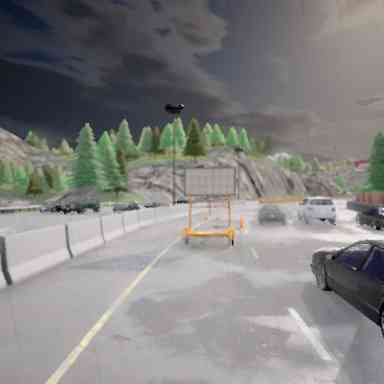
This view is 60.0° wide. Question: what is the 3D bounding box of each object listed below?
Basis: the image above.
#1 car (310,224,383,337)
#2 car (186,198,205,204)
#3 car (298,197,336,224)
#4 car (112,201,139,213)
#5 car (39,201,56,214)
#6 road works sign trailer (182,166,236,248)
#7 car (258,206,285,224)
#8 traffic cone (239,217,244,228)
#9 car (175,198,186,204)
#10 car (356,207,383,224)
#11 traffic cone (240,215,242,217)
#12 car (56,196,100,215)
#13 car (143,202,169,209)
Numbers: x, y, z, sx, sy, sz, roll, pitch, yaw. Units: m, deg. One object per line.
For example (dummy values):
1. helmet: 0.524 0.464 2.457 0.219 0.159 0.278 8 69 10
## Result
1. car: 3.819 1.595 6.064 2.033 1.411 5.357 0 0 3
2. car: 1.281 2.087 76.669 2.033 1.411 5.357 0 0 26
3. car: 9.810 1.422 26.368 2.150 2.045 5.566 0 0 11
4. car: -8.275 1.825 42.044 1.812 1.442 4.674 0 0 15
5. car: -16.097 1.768 39.663 2.128 1.511 4.902 0 0 14
6. road works sign trailer: 0.849 0.579 15.584 2.380 3.560 2.880 0 0 8
7. car: 6.328 1.763 26.587 1.994 1.385 4.181 0 0 11
8. traffic cone: 3.320 2.121 22.289 0.340 0.580 0.340 0 0 8
9. car: -2.192 2.147 77.560 1.895 1.301 4.718 0 0 26
10. car: 12.565 1.718 22.000 2.033 1.411 5.357 0 0 10
11. traffic cone: 3.605 2.135 24.268 0.340 0.580 0.340 0 0 8
12. car: -12.775 1.493 38.623 2.150 2.045 5.566 0 0 14
13. car: -4.580 1.906 42.398 1.895 1.301 4.718 0 0 16
